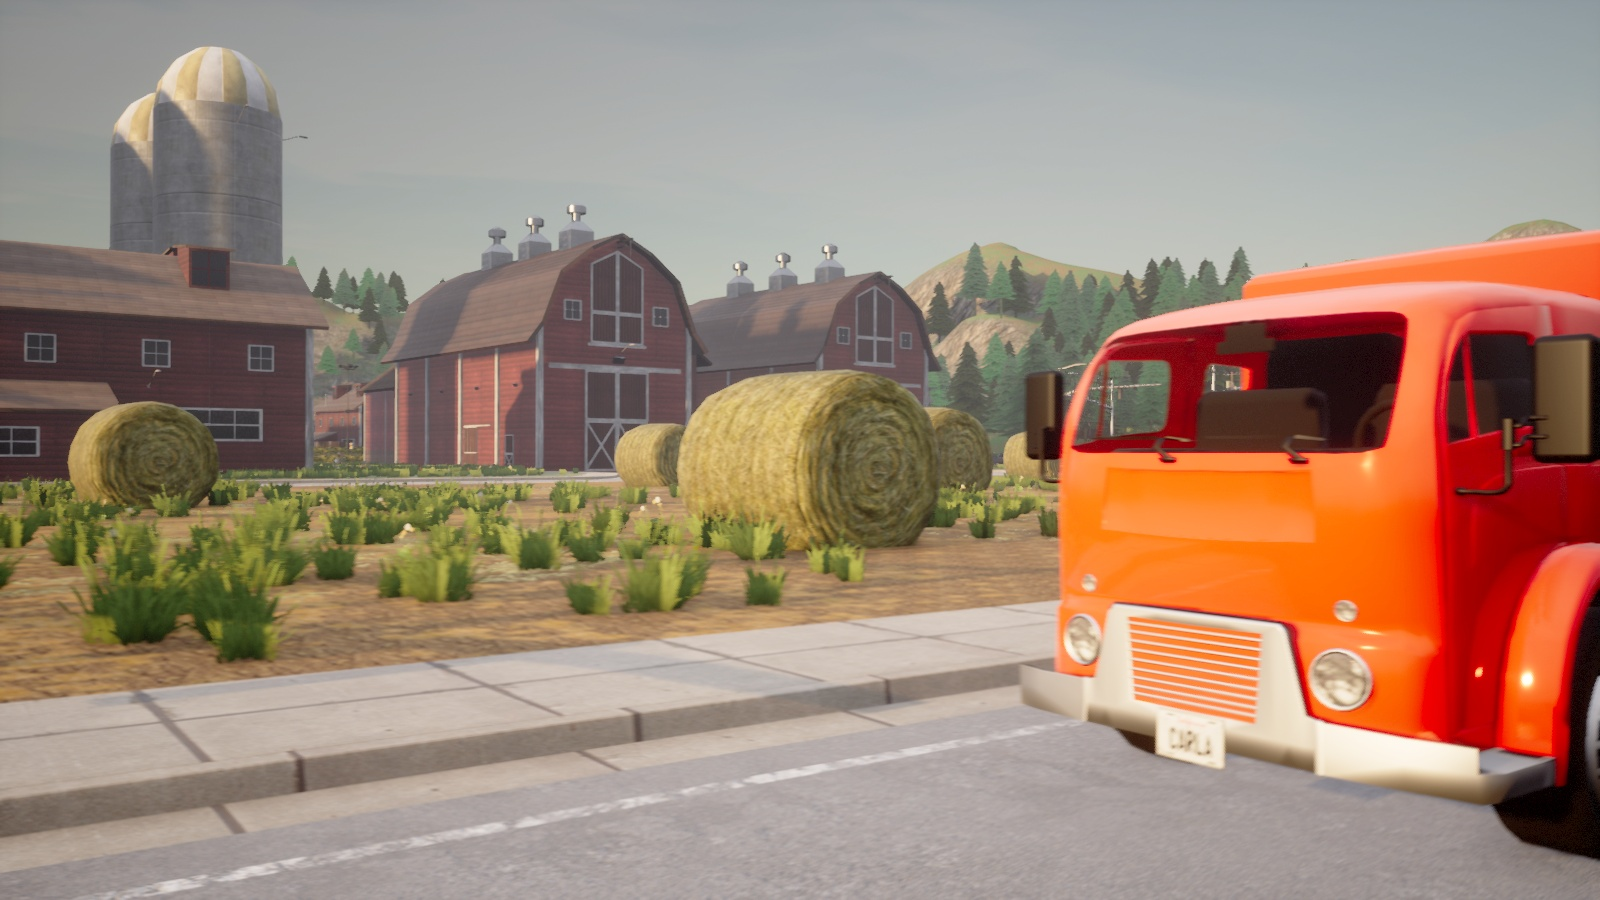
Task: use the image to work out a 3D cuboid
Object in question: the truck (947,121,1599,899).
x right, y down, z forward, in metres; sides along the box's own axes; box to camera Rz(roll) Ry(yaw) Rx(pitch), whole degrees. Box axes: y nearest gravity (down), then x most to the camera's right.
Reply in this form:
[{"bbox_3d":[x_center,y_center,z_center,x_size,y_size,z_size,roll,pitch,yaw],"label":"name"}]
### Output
[{"bbox_3d":[3.564,0.266,6.288,5.204,2.467,2.627,0,0,-36],"label":"truck"}]
